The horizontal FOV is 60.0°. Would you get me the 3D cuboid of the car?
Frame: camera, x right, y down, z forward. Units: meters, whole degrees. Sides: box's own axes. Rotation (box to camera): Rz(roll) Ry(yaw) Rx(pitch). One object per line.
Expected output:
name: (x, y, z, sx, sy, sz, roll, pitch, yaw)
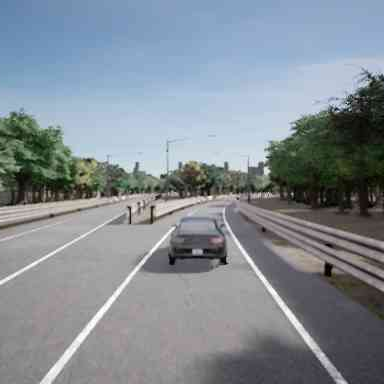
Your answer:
car: (0.224, 1.554, 11.820, 1.812, 1.442, 4.674, 0, 0, 2)
